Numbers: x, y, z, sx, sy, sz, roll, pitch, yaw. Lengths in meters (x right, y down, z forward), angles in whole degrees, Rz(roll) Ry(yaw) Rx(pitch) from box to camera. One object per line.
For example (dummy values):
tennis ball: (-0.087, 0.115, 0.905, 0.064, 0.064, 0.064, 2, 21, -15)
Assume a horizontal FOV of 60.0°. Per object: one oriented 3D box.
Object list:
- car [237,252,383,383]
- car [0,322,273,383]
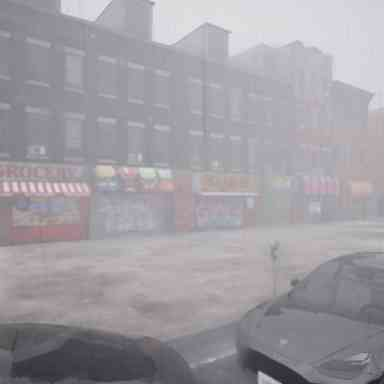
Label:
car: (2.572, 1.607, 4.644, 4.313, 1.339, 1.947, 1, -1, -35)
car: (-1.869, 1.559, 1.481, 4.313, 1.339, 1.947, 1, -1, -35)
